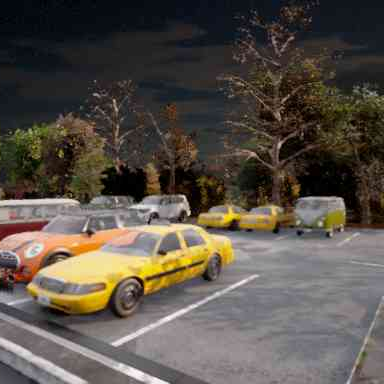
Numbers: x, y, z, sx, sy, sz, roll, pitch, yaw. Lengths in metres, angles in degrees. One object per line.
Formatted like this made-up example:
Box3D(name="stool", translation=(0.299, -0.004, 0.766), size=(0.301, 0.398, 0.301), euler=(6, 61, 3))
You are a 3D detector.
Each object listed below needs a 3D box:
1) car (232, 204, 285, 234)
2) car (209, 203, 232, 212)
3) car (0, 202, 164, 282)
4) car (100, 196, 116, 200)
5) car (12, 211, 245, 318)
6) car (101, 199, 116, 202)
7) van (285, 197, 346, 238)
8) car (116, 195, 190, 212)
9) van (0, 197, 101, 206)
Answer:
Box3D(name="car", translation=(4.599, 1.459, 19.316), size=(1.946, 1.575, 5.366), euler=(0, 0, 35))
Box3D(name="car", translation=(2.424, 1.466, 20.849), size=(1.946, 1.575, 5.366), euler=(0, 0, 35))
Box3D(name="car", translation=(-3.185, 1.335, 9.605), size=(2.185, 1.767, 4.553), euler=(0, 0, 35))
Box3D(name="car", translation=(-6.855, 1.320, 27.092), size=(2.435, 2.045, 5.566), euler=(-1, -1, 35))
Box3D(name="car", translation=(-0.923, 1.457, 7.748), size=(1.946, 1.575, 5.366), euler=(0, 0, 35))
Box3D(name="car", translation=(-4.651, 1.537, 25.581), size=(2.231, 1.521, 4.892), euler=(-1, -1, 35))
Box3D(name="van", translation=(6.710, 1.236, 17.461), size=(1.878, 1.987, 4.442), euler=(0, 0, 35))
Box3D(name="car", translation=(-2.375, 1.253, 23.967), size=(2.435, 2.045, 5.566), euler=(-1, -1, 35))
Box3D(name="van", translation=(-5.619, 1.248, 11.423), size=(1.878, 1.987, 4.442), euler=(0, 0, 35))
